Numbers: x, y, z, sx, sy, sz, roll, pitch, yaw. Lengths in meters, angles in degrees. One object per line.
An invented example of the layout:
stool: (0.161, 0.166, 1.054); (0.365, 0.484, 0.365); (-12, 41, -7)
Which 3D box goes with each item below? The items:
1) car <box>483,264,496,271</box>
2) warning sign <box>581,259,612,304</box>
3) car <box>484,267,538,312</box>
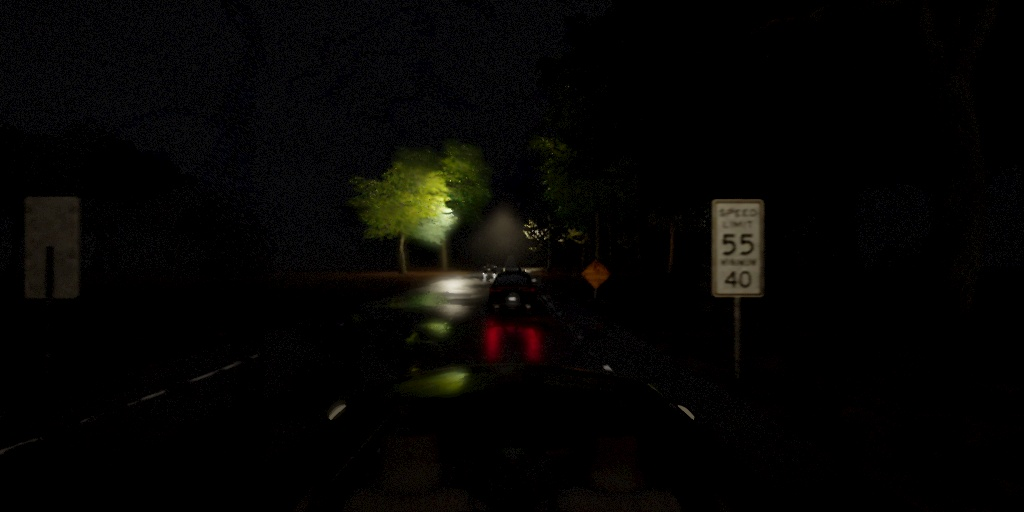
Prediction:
car: (-3.574, 2.006, 58.476); (1.837, 1.490, 4.892); (0, -1, 0)
warning sign: (3.547, 1.041, 15.192); (1.300, 1.860, 1.060); (0, 0, 0)
car: (0.050, 1.404, 15.291); (1.882, 1.535, 5.008); (0, 0, 1)
